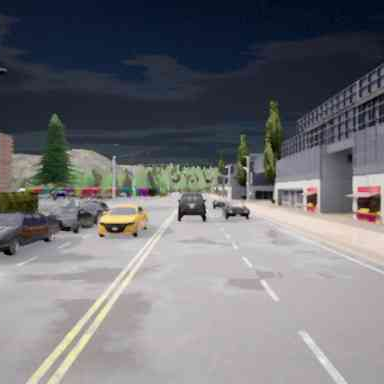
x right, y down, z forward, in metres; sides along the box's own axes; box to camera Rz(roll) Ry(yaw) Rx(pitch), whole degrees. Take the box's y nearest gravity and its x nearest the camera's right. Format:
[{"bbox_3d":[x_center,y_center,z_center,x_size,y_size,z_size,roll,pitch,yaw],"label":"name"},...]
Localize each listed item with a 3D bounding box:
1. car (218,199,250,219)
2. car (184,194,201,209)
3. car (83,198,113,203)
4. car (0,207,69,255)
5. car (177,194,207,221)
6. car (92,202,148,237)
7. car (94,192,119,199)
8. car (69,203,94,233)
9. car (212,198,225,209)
[{"bbox_3d":[3.515,1.505,27.529,1.895,1.301,4.718,0,0,0],"label":"car"},{"bbox_3d":[0.062,1.202,43.508,2.097,1.767,4.553,0,0,0],"label":"car"},{"bbox_3d":[-7.046,1.424,23.462,1.837,1.490,4.892,0,0,0],"label":"car"},{"bbox_3d":[-7.086,1.502,13.304,2.033,1.411,5.357,0,0,1],"label":"car"},{"bbox_3d":[0.007,1.131,26.427,2.150,2.045,5.566,0,0,0],"label":"car"},{"bbox_3d":[-3.512,1.417,17.695,1.882,1.535,5.008,0,0,0],"label":"car"},{"bbox_3d":[-21.471,0.865,83.691,4.605,1.855,1.932,0,0,0],"label":"car"},{"bbox_3d":[-7.001,1.543,18.960,1.994,1.385,4.181,0,0,0],"label":"car"},{"bbox_3d":[3.562,1.452,42.912,1.895,1.301,4.718,0,0,0],"label":"car"}]
